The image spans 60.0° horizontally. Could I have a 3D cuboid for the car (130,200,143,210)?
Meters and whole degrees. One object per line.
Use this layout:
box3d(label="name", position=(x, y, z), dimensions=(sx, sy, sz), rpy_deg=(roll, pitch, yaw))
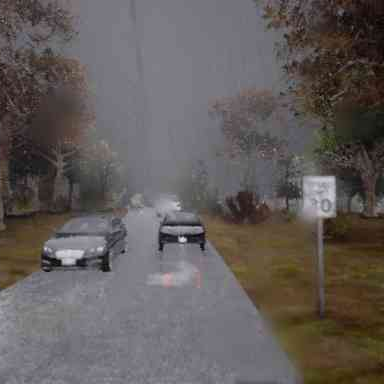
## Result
box3d(label="car", position=(-8.663, 2.008, 52.040), dimensions=(1.837, 1.490, 4.892), rpy_deg=(1, -1, -11))

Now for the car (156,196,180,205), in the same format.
box3d(label="car", position=(-2.410, 1.435, 33.418), dimensions=(2.150, 2.045, 5.566), rpy_deg=(1, -1, -8))

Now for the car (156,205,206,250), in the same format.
box3d(label="car", position=(-0.488, 1.528, 14.472), dimensions=(2.128, 1.511, 4.902), rpy_deg=(0, 0, -4))

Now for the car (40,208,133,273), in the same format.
box3d(label="car", position=(-3.228, 1.492, 10.809), dimensions=(2.128, 1.511, 4.902), rpy_deg=(0, 0, -3))
